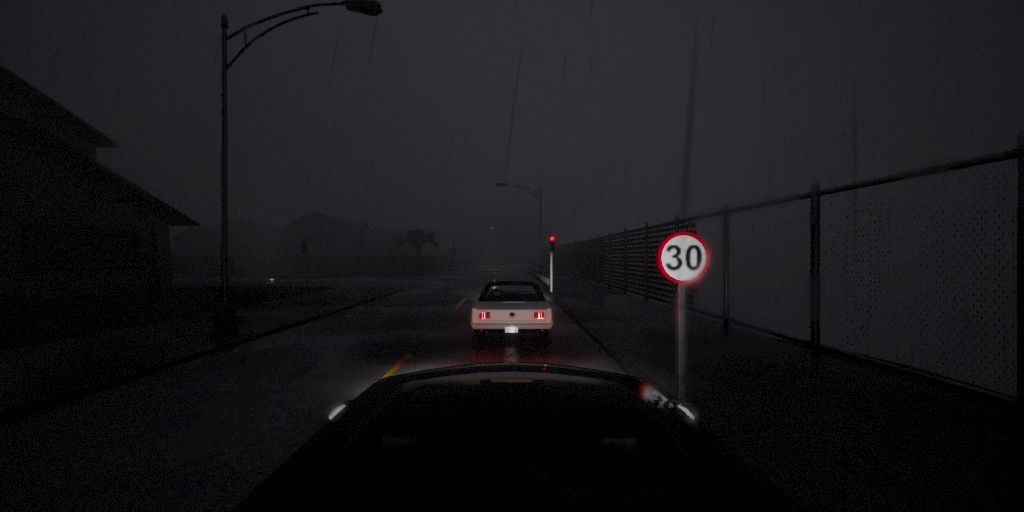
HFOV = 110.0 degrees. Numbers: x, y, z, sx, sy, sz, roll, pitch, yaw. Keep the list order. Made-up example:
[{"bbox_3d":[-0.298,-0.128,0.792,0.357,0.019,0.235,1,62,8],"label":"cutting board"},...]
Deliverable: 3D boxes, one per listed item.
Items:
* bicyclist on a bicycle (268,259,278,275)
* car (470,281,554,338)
[{"bbox_3d":[-24.322,1.099,36.495,0.582,1.620,1.656,0,0,0],"label":"bicyclist on a bicycle"},{"bbox_3d":[-0.002,1.351,10.186,1.895,1.301,4.718,0,0,0],"label":"car"}]
